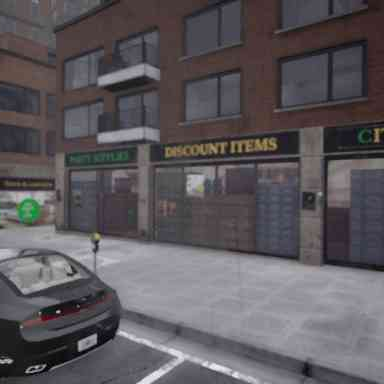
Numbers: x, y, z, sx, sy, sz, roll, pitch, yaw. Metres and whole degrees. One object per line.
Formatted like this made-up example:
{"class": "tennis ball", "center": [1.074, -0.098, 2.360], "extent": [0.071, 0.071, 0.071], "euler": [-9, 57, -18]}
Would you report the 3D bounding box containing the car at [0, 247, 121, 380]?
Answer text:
{"class": "car", "center": [-3.018, 1.559, 5.232], "extent": [4.403, 1.369, 2.008], "euler": [0, 1, 36]}
